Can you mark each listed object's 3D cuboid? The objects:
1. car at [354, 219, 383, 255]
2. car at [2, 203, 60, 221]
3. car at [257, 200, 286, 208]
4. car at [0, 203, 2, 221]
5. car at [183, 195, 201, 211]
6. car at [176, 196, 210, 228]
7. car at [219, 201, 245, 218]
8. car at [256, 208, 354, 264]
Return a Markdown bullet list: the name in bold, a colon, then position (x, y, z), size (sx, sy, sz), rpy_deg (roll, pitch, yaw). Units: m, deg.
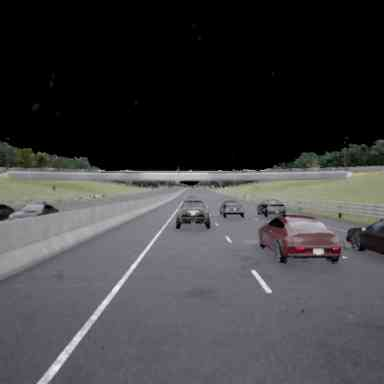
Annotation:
- **car**: position (7.088, 1.545, 10.901), size (2.033, 1.411, 5.357), rpy_deg (0, 0, 0)
- **car**: position (-10.542, 1.510, 22.635), size (1.812, 1.442, 4.674), rpy_deg (0, 0, 0)
- **car**: position (7.054, 1.464, 29.941), size (2.128, 1.511, 4.902), rpy_deg (0, 0, 0)
- **car**: position (-14.036, 1.513, 23.165), size (1.812, 1.442, 4.674), rpy_deg (0, 0, 0)
- **car**: position (0.035, 1.310, 41.327), size (2.097, 1.767, 4.553), rpy_deg (0, 0, 0)
- **car**: position (0.068, 1.335, 22.255), size (2.097, 1.767, 4.553), rpy_deg (0, 0, 0)
- **car**: position (3.554, 1.520, 30.158), size (2.033, 1.411, 5.357), rpy_deg (0, 0, 0)
- **car**: position (3.598, 1.523, 11.753), size (1.812, 1.442, 4.674), rpy_deg (0, 0, 0)
